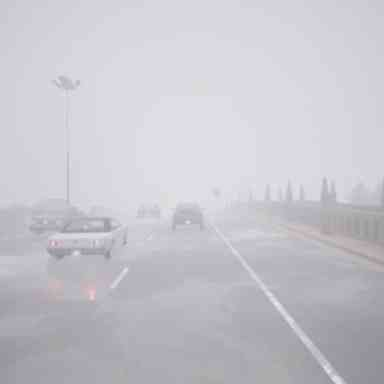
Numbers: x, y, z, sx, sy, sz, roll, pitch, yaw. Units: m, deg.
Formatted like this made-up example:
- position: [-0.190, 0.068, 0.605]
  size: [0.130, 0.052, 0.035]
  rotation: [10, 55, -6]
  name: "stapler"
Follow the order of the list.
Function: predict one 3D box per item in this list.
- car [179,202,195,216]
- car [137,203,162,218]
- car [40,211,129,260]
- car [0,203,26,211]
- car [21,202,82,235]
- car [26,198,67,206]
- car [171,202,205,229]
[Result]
- position: [-0.598, 2.146, 40.979]
  size: [1.837, 1.490, 4.892]
  rotation: [-1, -5, -1]
  name: "car"
- position: [-3.928, 1.720, 31.426]
  size: [1.895, 1.301, 4.718]
  rotation: [-1, -2, -1]
  name: "car"
- position: [-3.591, 1.579, 12.425]
  size: [1.895, 1.301, 4.718]
  rotation: [-1, 0, -1]
  name: "car"
- position: [-18.171, 1.890, 34.317]
  size: [2.128, 1.511, 4.902]
  rotation: [-1, -3, -1]
  name: "car"
- position: [-7.207, 1.531, 18.827]
  size: [2.033, 1.411, 5.357]
  rotation: [-1, 0, -1]
  name: "car"
- position: [-14.685, 1.611, 34.881]
  size: [2.150, 2.045, 5.566]
  rotation: [-1, -3, -1]
  name: "car"
- position: [-0.258, 1.414, 20.907]
  size: [1.837, 1.490, 4.892]
  rotation: [-1, 0, -1]
  name: "car"
